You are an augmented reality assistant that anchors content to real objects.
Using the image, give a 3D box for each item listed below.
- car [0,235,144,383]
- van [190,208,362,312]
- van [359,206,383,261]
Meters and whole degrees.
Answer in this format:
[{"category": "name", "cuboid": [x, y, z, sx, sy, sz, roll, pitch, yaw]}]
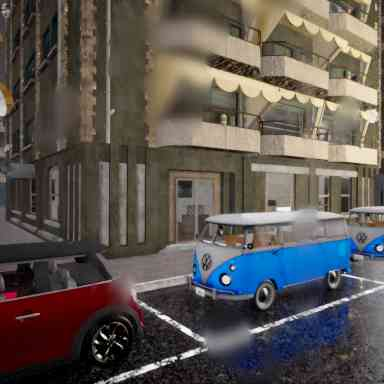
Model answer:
[{"category": "car", "cuboid": [-2.765, 1.440, 4.121, 4.097, 1.590, 1.967, 0, 0, -36]}, {"category": "van", "cuboid": [1.860, 1.343, 7.435, 3.998, 1.788, 1.690, 0, 0, -36]}, {"category": "van", "cuboid": [6.485, 1.346, 10.750, 3.998, 1.788, 1.690, 0, 0, -36]}]
